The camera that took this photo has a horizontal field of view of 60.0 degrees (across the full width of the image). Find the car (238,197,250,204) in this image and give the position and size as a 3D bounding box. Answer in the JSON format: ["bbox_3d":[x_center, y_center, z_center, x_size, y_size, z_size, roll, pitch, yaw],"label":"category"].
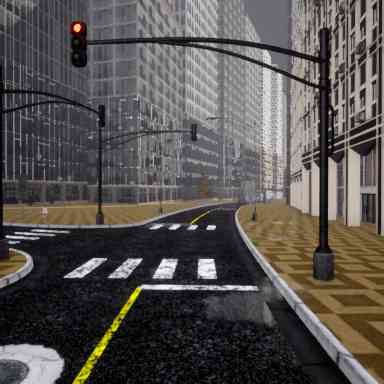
[{"bbox_3d":[10.840,1.733,69.047,1.882,1.535,5.008,0,0,19],"label":"car"}]

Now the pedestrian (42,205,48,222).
[{"bbox_3d":[-9.298,1.345,21.024,0.500,1.100,0.500,0,0,17],"label":"pedestrian"}]
